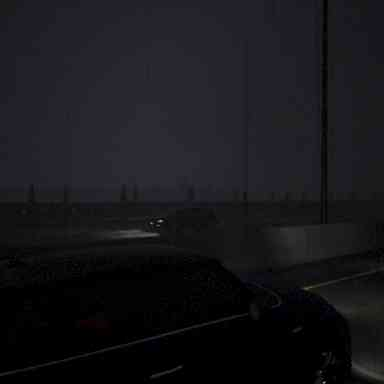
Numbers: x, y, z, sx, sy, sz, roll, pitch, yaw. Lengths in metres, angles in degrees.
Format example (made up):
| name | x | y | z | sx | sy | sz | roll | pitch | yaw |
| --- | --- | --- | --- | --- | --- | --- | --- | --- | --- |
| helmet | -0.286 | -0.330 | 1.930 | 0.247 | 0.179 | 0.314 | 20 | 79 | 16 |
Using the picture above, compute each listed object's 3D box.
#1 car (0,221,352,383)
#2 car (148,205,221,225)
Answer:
| name | x | y | z | sx | sy | sz | roll | pitch | yaw |
| --- | --- | --- | --- | --- | --- | --- | --- | --- | --- |
| car | -0.317 | 1.369 | 3.522 | 4.553 | 1.767 | 2.097 | 1 | 0 | -35 |
| car | -0.391 | 1.624 | 20.908 | 4.892 | 1.490 | 1.837 | 1 | 0 | -35 |
